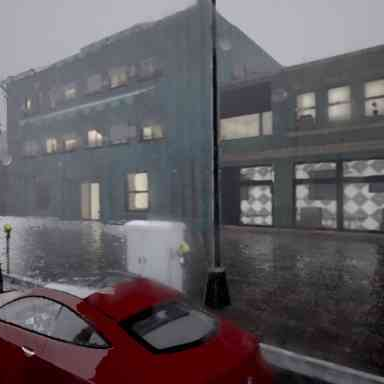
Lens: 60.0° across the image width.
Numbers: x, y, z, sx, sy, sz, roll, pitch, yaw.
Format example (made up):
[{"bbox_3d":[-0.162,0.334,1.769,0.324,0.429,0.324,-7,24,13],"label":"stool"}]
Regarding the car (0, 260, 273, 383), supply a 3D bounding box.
[{"bbox_3d":[-1.213,1.580,3.745,4.206,1.307,1.802,0,-1,35],"label":"car"}]
